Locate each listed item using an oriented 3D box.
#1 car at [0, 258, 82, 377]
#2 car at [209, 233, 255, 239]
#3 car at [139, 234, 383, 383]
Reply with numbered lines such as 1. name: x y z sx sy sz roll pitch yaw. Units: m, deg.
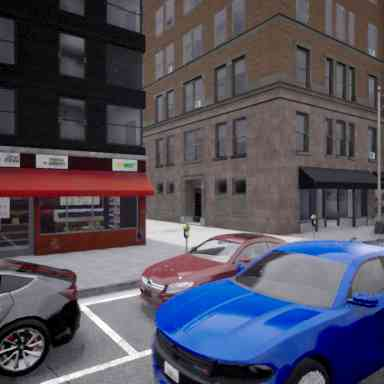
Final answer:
1. car: -3.566 1.566 3.991 4.313 1.339 1.947 0 0 -35
2. car: 0.914 1.581 7.183 4.206 1.307 1.802 0 0 -35
3. car: 1.835 1.477 4.683 5.008 1.535 1.882 0 0 -35
